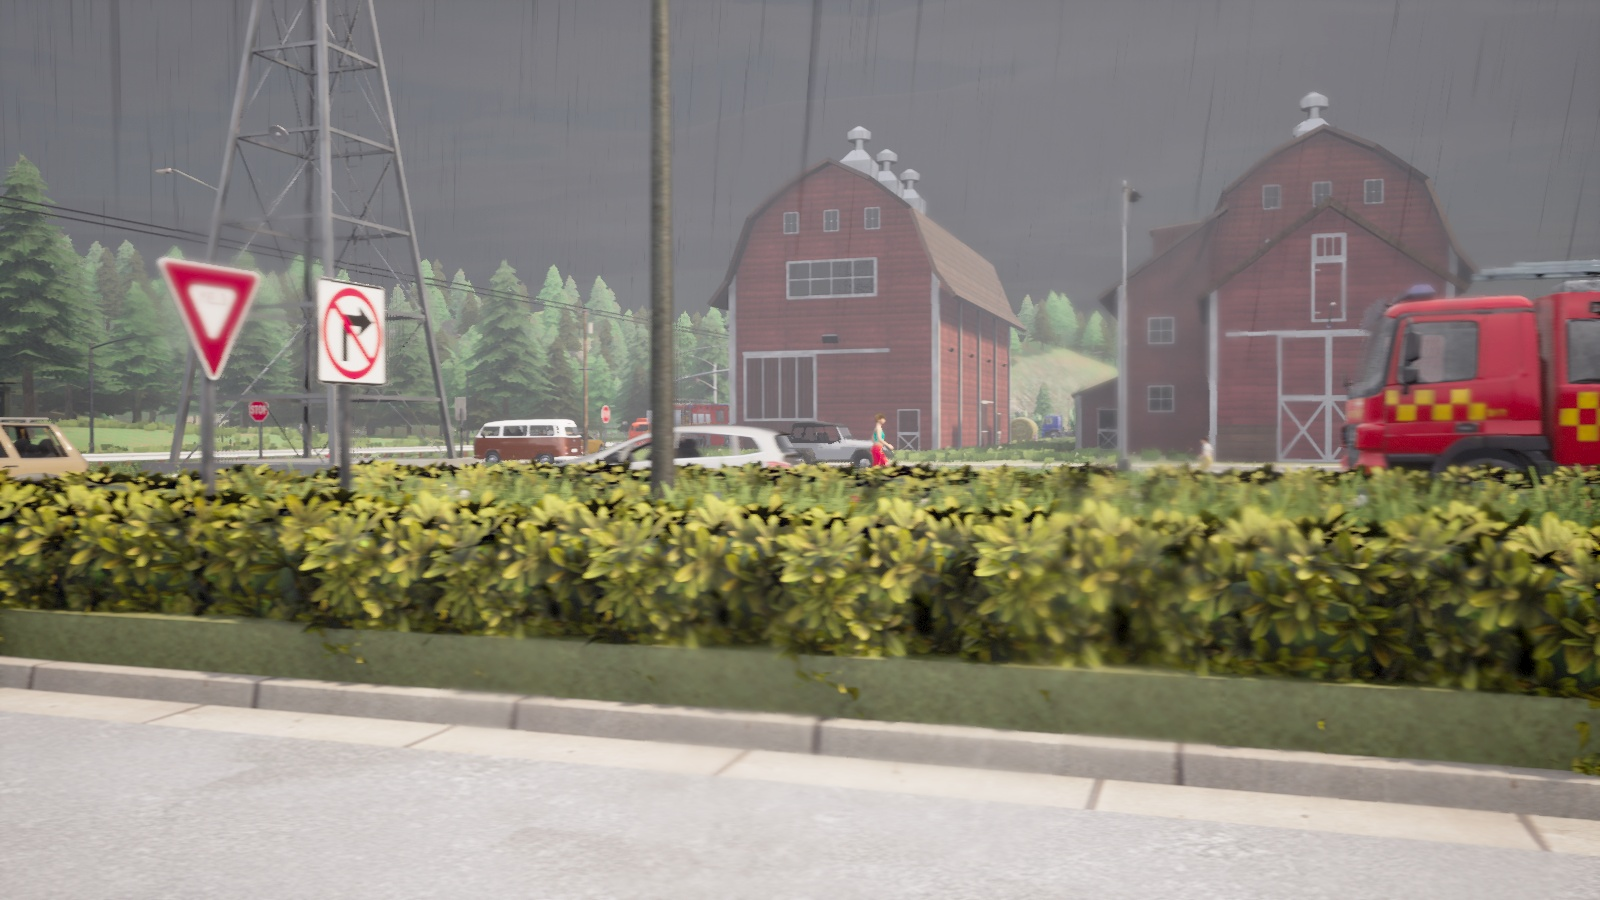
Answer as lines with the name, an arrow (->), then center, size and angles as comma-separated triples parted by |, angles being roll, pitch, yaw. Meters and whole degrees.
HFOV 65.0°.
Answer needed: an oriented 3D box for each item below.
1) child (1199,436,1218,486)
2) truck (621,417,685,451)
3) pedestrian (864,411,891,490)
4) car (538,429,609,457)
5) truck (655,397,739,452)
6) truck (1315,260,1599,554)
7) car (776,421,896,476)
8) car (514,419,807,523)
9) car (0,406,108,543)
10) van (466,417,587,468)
child -> 10.444, 0.287, 32.124 | 0.437, 1.263, 0.270 | 1, 1, 23
truck -> -10.707, -1.177, 91.938 | 2.627, 2.467, 5.204 | 1, 1, 19
pedestrian -> 1.829, 0.010, 29.500 | 0.594, 1.836, 0.345 | 0, 1, 8
car -> -13.240, -0.431, 73.749 | 1.882, 1.535, 5.008 | 1, 1, 19
truck -> -7.348, -1.826, 90.923 | 2.891, 3.827, 8.468 | 1, 1, 19
truck -> 11.842, -0.573, 17.449 | 8.468, 3.827, 2.891 | 1, 1, 18
car -> 1.296, -0.086, 44.438 | 3.866, 1.878, 1.905 | 1, 1, 18
car -> -2.318, 0.314, 21.691 | 4.611, 1.667, 2.242 | 0, 1, 9
car -> -12.142, 0.326, 16.856 | 1.932, 1.855, 4.605 | 1, 1, 36
van -> -11.337, -0.332, 52.192 | 4.480, 2.038, 2.069 | 1, 1, 18
